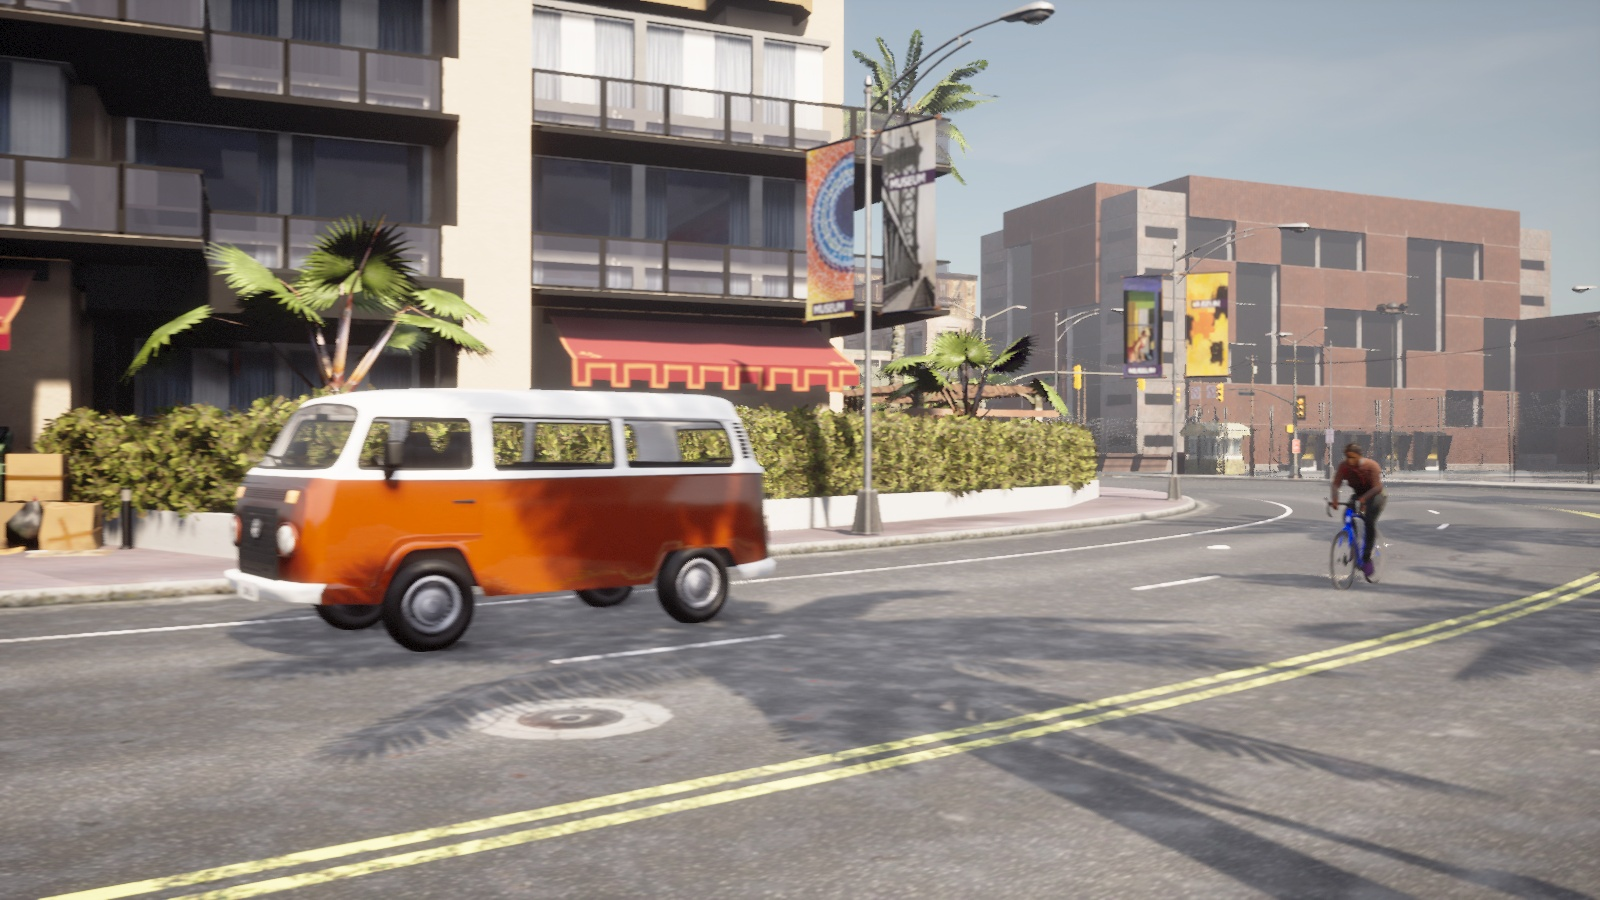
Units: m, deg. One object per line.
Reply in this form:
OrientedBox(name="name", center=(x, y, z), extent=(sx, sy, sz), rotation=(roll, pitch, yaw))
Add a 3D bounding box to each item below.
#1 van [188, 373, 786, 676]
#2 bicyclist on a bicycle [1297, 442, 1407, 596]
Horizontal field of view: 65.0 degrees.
OrientedBox(name="van", center=(-2.505, 0.502, 10.675), extent=(4.480, 2.038, 2.069), rotation=(0, 0, -40))
OrientedBox(name="bicyclist on a bicycle", center=(6.175, 0.720, 14.008), extent=(0.582, 1.620, 1.656), rotation=(-1, 0, 43))
